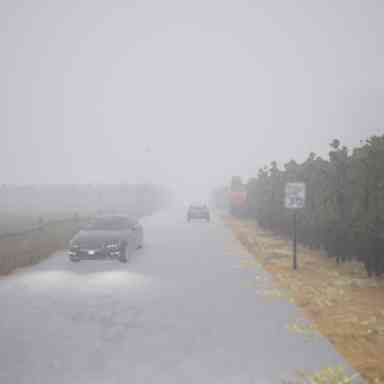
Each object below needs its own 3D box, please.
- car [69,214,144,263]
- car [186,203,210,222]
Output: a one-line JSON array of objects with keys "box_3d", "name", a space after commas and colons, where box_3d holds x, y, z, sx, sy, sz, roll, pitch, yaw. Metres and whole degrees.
[{"box_3d": [-3.011, 1.621, 12.546, 1.837, 1.490, 4.892, 0, -1, 1], "name": "car"}, {"box_3d": [0.521, 1.685, 28.334, 2.128, 1.511, 4.902, 0, 0, 1], "name": "car"}]
